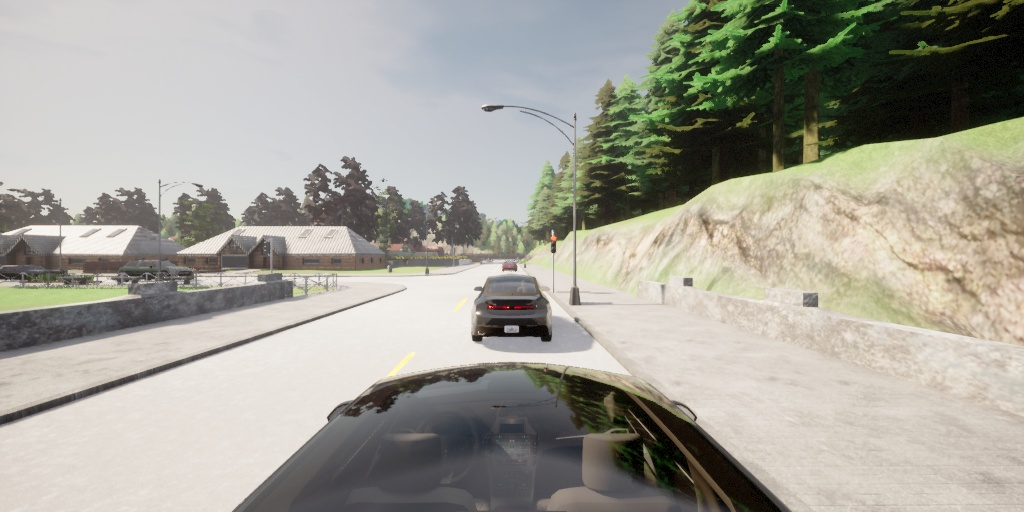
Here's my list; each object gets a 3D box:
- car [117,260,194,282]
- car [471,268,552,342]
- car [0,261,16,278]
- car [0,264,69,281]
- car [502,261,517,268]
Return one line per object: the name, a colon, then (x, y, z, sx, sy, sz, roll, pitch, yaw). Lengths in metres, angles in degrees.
car: (-27.765, 1.106, 28.086, 4.553, 1.767, 2.097, 0, 0, 0)
car: (-0.007, 1.256, 9.790, 1.837, 1.490, 4.892, 0, 0, 0)
car: (-48.125, 1.232, 32.058, 5.008, 1.535, 1.882, 0, 0, 0)
car: (-37.892, 1.355, 28.007, 4.718, 1.301, 1.895, 0, 0, 0)
car: (-0.332, 1.321, 49.268, 1.994, 1.385, 4.181, 0, 0, 0)
